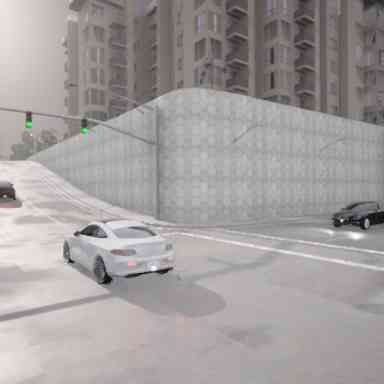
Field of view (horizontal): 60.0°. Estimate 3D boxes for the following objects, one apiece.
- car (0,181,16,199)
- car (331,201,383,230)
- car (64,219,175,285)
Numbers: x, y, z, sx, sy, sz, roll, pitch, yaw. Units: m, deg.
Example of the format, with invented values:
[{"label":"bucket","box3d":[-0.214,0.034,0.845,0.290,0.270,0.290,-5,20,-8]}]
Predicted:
[{"label":"car","box3d":[-17.686,-0.283,30.970,1.837,1.490,4.892,-1,10,-36]},{"label":"car","box3d":[10.343,1.345,19.982,4.892,1.490,1.837,-1,0,-36]},{"label":"car","box3d":[-2.233,1.499,9.507,1.812,1.442,4.674,-1,0,-36]}]
